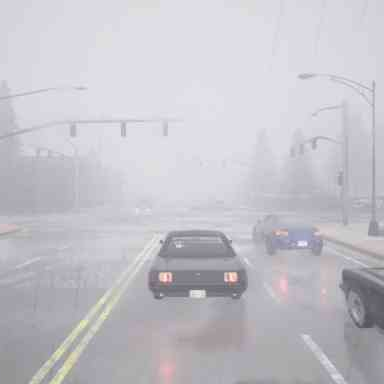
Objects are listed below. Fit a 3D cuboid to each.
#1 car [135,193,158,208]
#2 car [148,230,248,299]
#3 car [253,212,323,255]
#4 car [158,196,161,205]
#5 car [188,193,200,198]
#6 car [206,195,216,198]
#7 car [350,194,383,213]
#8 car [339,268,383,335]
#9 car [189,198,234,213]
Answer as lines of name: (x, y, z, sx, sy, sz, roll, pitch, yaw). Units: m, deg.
car: (-6.860, 1.221, 49.014, 2.150, 2.045, 5.566, 0, 0, 1)
car: (0.099, 1.601, 8.383, 1.895, 1.301, 4.718, 0, 0, 0)
car: (3.637, 1.526, 13.174, 1.812, 1.442, 4.674, 0, 0, 0)
car: (-6.809, 1.352, 59.025, 2.097, 1.767, 4.553, 0, 0, 1)
car: (0.395, 1.221, 67.937, 2.150, 2.045, 5.566, 0, 0, 0)
car: (3.897, 1.352, 68.439, 2.097, 1.767, 4.553, 0, 0, 0)
car: (20.280, 1.221, 36.132, 5.566, 2.045, 2.150, 0, 0, 0)
car: (3.613, 1.601, 3.983, 1.895, 1.301, 4.718, 0, 0, 0)
car: (2.128, 1.601, 36.400, 4.718, 1.301, 1.895, 0, 0, 2)
